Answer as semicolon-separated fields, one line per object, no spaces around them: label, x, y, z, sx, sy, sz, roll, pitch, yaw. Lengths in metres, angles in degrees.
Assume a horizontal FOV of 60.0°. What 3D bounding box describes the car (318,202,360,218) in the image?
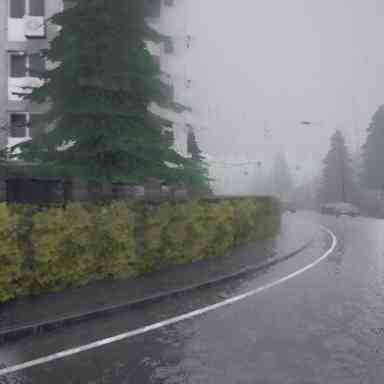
car;14.042;1.673;32.086;2.033;1.411;5.357;0;0;-3

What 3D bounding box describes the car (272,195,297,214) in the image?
car;10.126;1.402;38.352;2.150;2.045;5.566;0;0;-4
